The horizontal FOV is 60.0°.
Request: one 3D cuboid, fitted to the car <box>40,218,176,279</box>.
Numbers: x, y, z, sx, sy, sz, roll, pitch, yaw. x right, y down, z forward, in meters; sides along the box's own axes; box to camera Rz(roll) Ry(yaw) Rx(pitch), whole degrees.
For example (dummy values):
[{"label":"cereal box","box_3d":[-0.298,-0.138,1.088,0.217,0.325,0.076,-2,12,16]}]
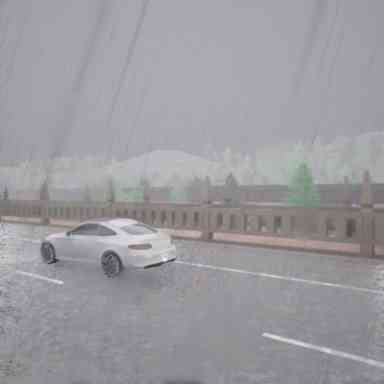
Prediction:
[{"label":"car","box_3d":[-2.605,1.505,9.984,4.674,1.442,1.812,0,0,35]}]
